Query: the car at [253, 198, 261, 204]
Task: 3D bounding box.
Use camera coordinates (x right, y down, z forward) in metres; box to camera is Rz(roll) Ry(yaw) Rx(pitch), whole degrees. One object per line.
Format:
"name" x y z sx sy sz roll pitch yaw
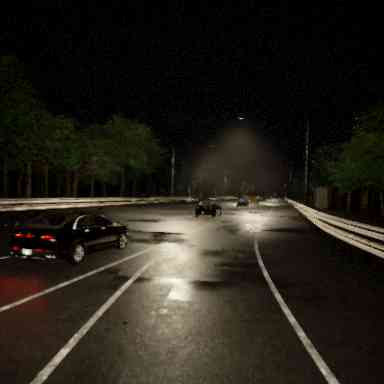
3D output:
"car" 16.424 2.280 87.349 1.882 1.535 5.008 2 0 15

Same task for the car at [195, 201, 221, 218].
"car" 1.600 1.628 31.814 2.128 1.511 4.902 2 0 15

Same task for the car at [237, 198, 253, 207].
"car" 9.331 2.018 60.788 2.033 1.411 5.357 2 0 15

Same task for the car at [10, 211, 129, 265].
"car" -3.853 1.408 11.396 1.837 1.490 4.892 2 0 15
